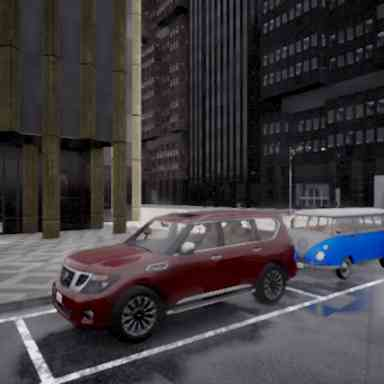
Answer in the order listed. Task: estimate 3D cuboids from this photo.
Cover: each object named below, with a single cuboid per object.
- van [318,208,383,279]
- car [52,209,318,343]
[{"bbox_3d":[4.488,1.379,9.837,3.998,1.788,1.690,0,0,-35],"label":"van"},{"bbox_3d":[-0.016,1.330,6.637,5.009,1.841,2.192,0,0,-35],"label":"car"}]
